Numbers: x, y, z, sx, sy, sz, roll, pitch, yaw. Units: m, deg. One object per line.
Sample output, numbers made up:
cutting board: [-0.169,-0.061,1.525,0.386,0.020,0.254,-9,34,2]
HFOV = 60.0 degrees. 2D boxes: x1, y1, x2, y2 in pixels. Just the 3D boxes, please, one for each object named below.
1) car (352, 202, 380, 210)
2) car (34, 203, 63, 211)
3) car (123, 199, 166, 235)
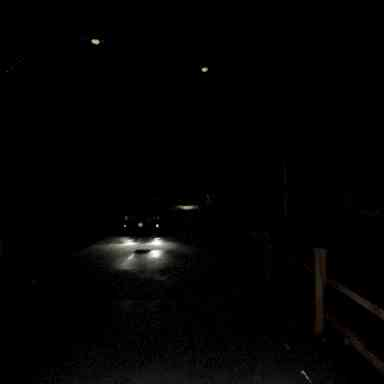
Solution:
car: [32.023,2.564,61.350,4.892,1.490,1.837,0,0,0]
car: [-26.321,2.738,61.263,4.718,1.301,1.895,0,0,0]
car: [-2.849,1.500,21.206,2.150,2.045,5.566,0,-1,0]
